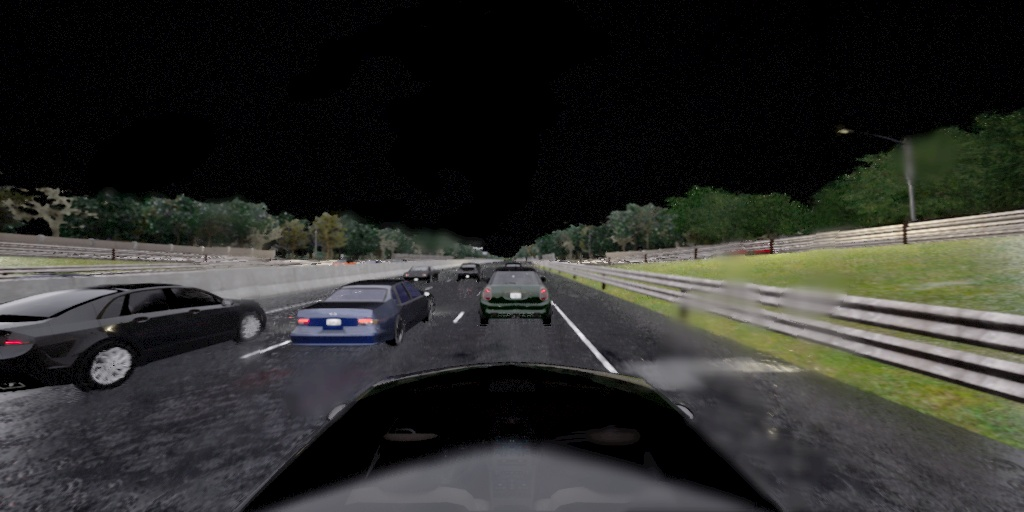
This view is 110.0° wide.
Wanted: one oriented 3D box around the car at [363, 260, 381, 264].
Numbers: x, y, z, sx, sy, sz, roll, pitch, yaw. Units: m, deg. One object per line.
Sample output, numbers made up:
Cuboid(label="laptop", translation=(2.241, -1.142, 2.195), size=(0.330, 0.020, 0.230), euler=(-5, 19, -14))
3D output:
Cuboid(label="car", translation=(-21.064, 1.387, 53.866), size=(1.882, 1.535, 5.008), euler=(0, 0, 1))

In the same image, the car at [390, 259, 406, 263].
Cuboid(label="car", translation=(-17.569, 1.267, 55.293), size=(2.097, 1.767, 4.553), euler=(0, 0, 0))

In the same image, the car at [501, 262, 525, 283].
Cuboid(label="car", translation=(0.096, 1.323, 29.974), size=(1.837, 1.490, 4.892), euler=(0, 0, 0))

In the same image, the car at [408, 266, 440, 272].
Cuboid(label="car", translation=(-6.904, 1.413, 28.033), size=(1.895, 1.301, 4.718), euler=(0, 0, 0))

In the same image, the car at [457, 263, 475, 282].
Cuboid(label="car", translation=(-3.405, 1.322, 29.866), size=(1.837, 1.490, 4.892), euler=(0, 0, 0))

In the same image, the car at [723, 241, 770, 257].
Cuboid(label="car", translation=(28.685, -0.678, 44.038), size=(2.150, 2.045, 5.566), euler=(0, -4, -13))

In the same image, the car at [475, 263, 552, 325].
Cuboid(label="car", translation=(0.098, 1.123, 12.060), size=(2.097, 1.767, 4.553), euler=(0, 0, 0))

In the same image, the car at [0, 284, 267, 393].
Cuboid(label="car", translation=(-6.901, 1.265, 6.764), size=(1.837, 1.490, 4.892), euler=(0, 0, 0))

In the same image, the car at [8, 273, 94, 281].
Cuboid(label="car", translation=(-17.601, 1.339, 13.567), size=(1.994, 1.385, 4.181), euler=(0, 0, 0))

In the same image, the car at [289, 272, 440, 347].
Cuboid(label="car", translation=(-3.401, 1.313, 9.341), size=(2.033, 1.411, 5.357), euler=(0, 0, 0))

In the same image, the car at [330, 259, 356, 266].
Cuboid(label="car", translation=(-24.569, 1.254, 52.239), size=(2.097, 1.767, 4.553), euler=(0, 0, 0))
